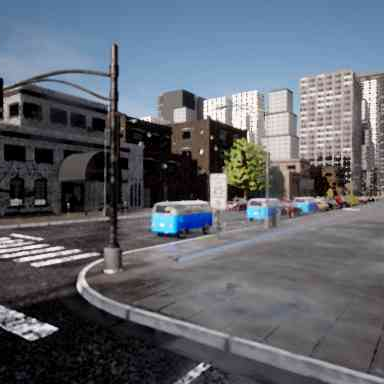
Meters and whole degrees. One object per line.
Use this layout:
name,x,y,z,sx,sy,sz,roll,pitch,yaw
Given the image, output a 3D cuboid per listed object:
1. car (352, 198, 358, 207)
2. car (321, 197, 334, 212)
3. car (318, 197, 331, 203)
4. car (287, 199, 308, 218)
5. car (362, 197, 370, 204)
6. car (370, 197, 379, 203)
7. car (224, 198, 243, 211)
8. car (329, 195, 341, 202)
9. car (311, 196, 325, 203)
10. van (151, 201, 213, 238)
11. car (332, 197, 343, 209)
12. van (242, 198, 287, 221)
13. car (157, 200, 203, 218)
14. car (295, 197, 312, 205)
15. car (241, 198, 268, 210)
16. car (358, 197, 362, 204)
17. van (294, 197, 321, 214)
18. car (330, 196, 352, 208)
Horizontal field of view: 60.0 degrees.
car,24.902,1.501,54.043,2.192,1.841,5.009,0,0,35
car,15.510,1.656,40.604,1.752,1.417,4.829,0,0,35
car,30.691,1.765,76.962,1.947,1.339,4.313,0,0,35
car,9.086,1.640,31.411,1.887,1.381,4.507,0,0,35
car,34.388,1.794,67.622,1.887,1.381,4.507,0,0,35
car,43.876,1.884,81.201,1.947,1.339,4.313,0,0,35
car,5.392,1.480,40.753,1.967,1.590,4.097,0,0,35
car,37.017,1.685,86.015,1.967,1.590,4.097,0,0,35
car,27.431,1.701,72.297,1.752,1.417,4.829,0,0,35
van,-0.400,1.392,17.832,1.690,1.788,3.998,0,0,35
car,18.574,1.714,44.990,1.947,1.339,4.313,0,0,35
van,5.925,1.421,26.885,1.690,1.788,3.998,0,0,35
car,-1.032,1.531,31.560,1.752,1.417,4.829,0,0,35
car,21.204,1.678,63.383,1.887,1.381,4.507,0,0,35
car,8.553,1.602,45.279,1.887,1.381,4.507,0,0,35
car,28.161,1.733,58.709,1.752,1.417,4.829,0,0,35
van,12.251,1.454,35.938,1.690,1.788,3.998,0,0,35
car,21.739,1.482,49.517,2.192,1.841,5.009,0,0,35
